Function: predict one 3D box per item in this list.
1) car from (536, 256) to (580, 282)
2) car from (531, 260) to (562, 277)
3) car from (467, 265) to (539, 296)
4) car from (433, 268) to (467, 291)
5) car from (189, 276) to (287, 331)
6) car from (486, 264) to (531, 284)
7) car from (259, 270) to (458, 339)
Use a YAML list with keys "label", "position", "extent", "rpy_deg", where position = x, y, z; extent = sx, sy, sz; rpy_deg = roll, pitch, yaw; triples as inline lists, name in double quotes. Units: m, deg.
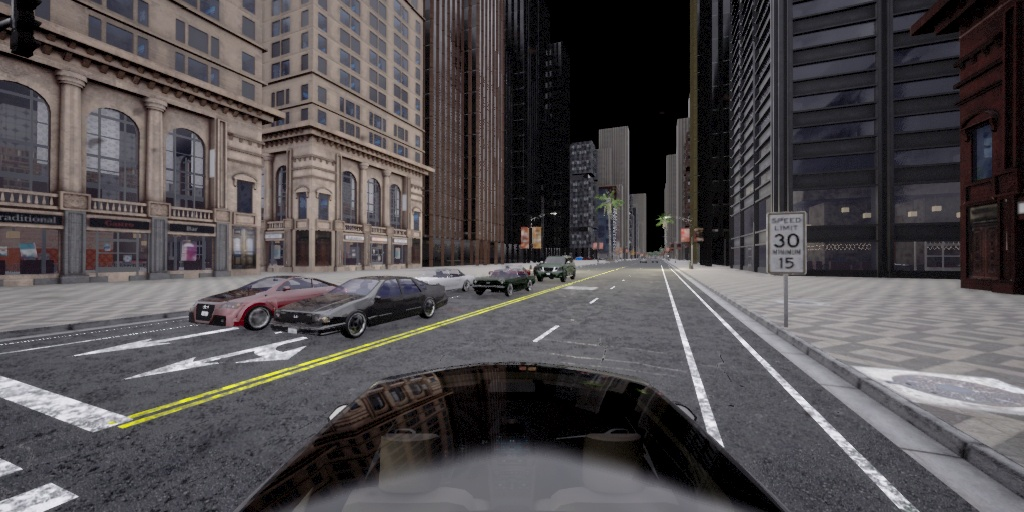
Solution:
- label: "car"
  position: [3.733, 0.987, 29.332]
  extent: [2.150, 2.045, 5.566]
  rpy_deg: [0, 0, 22]
- label: "car"
  position: [3.768, 1.251, 37.911]
  extent: [1.882, 1.535, 5.008]
  rpy_deg: [0, 0, 23]
- label: "car"
  position: [-0.321, 1.358, 19.433]
  extent: [1.895, 1.301, 4.718]
  rpy_deg: [0, 0, 22]
- label: "car"
  position: [-3.905, 1.357, 19.260]
  extent: [1.895, 1.301, 4.718]
  rpy_deg: [0, 0, 22]
- label: "car"
  position: [-7.218, 1.316, 11.149]
  extent: [1.994, 1.385, 4.181]
  rpy_deg: [0, 0, 22]
- label: "car"
  position: [-0.132, 1.364, 28.480]
  extent: [1.895, 1.301, 4.718]
  rpy_deg: [0, 0, 22]
- label: "car"
  position: [-3.952, 1.299, 10.558]
  extent: [2.033, 1.411, 5.357]
  rpy_deg: [0, 0, 22]
